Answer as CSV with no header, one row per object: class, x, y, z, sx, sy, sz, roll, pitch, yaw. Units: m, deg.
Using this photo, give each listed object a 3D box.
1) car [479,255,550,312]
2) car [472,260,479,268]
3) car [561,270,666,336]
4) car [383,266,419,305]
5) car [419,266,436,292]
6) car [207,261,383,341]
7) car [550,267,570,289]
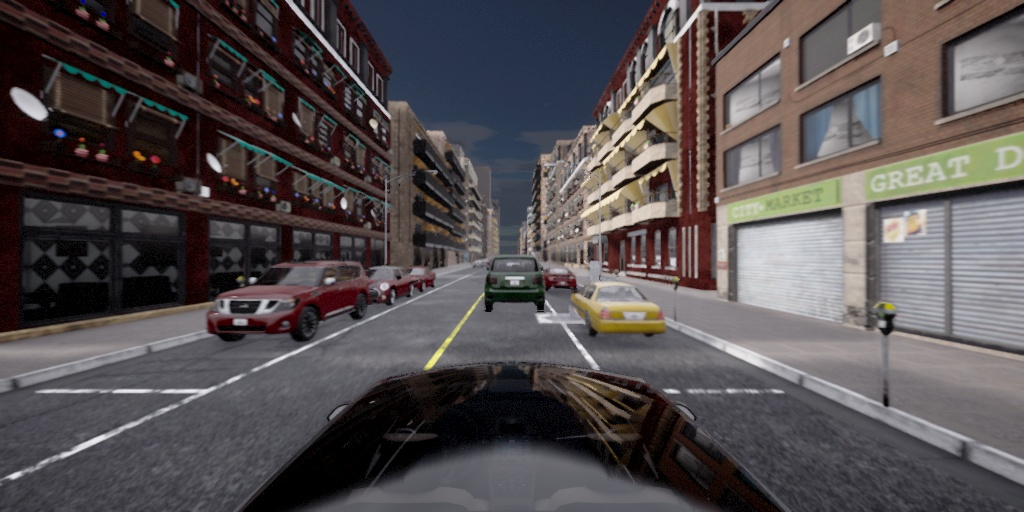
car,0.111,0.976,14.479,2.150,2.045,5.566,0,0,0
car,-5.694,1.319,60.750,2.007,1.370,4.403,0,0,0
car,2.688,1.279,10.190,1.751,1.417,4.829,0,0,0
car,-5.693,1.195,15.660,1.967,1.591,4.097,0,0,0
car,-5.693,1.302,21.297,1.888,1.381,4.507,0,0,0
car,-5.692,1.068,10.024,2.192,1.841,5.009,0,0,0
car,2.687,1.303,21.293,1.888,1.381,4.507,0,0,0
